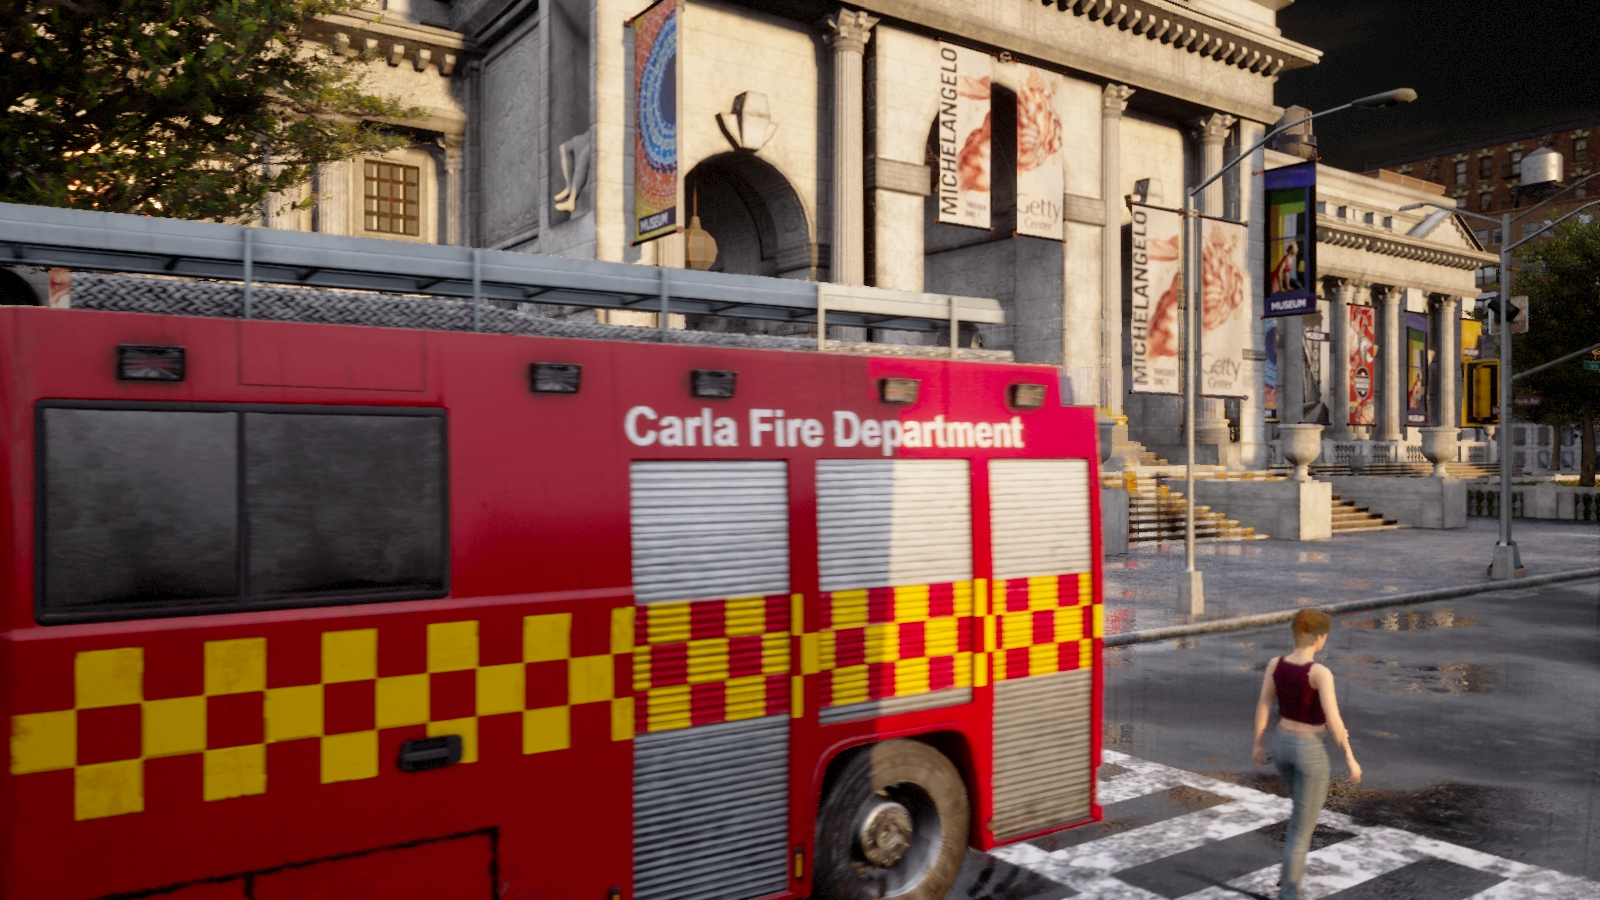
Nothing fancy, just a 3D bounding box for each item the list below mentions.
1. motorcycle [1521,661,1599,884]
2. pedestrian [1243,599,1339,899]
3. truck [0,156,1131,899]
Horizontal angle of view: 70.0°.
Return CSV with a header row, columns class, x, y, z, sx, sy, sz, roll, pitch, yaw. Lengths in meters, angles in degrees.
class,x,y,z,sx,sy,sz,roll,pitch,yaw
motorcycle,6.112,2.213,8.138,2.209,1.251,0.867,0,0,-35
pedestrian,2.936,1.854,6.844,0.375,1.860,0.375,0,0,-26
truck,-2.276,0.893,6.034,8.468,3.827,2.891,0,0,-33
